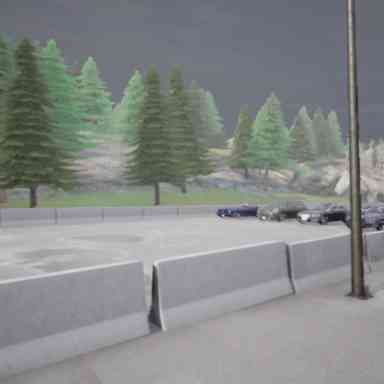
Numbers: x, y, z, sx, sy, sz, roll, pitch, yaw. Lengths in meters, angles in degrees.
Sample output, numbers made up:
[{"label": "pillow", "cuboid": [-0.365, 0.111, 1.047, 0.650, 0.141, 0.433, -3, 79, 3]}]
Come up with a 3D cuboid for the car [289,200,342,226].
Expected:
[{"label": "car", "cuboid": [9.513, 1.535, 23.671, 4.902, 1.511, 2.128, 0, 0, -35]}]

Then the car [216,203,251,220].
[{"label": "car", "cuboid": [4.345, 1.636, 28.584, 4.718, 1.301, 1.895, 0, 0, -35]}]

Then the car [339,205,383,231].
[{"label": "car", "cuboid": [11.451, 1.606, 20.753, 4.181, 1.385, 1.994, 0, 0, -35]}]

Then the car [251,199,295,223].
[{"label": "car", "cuboid": [7.234, 1.393, 26.343, 4.553, 1.767, 2.097, 0, 0, -35]}]
